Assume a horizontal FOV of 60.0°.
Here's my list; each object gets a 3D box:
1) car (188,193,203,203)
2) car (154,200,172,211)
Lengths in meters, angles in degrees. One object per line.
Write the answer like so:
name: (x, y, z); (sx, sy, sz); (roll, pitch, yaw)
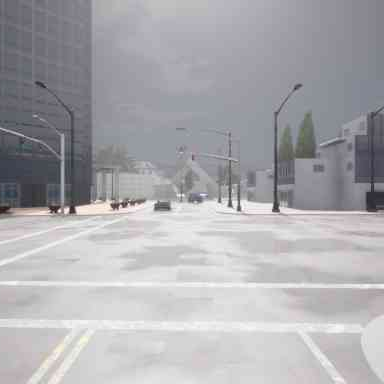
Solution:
car: (0.708, 1.221, 67.382); (2.150, 2.045, 5.566); (0, 0, 12)
car: (-3.620, 1.601, 41.672); (1.895, 1.301, 4.718); (0, 0, 0)
